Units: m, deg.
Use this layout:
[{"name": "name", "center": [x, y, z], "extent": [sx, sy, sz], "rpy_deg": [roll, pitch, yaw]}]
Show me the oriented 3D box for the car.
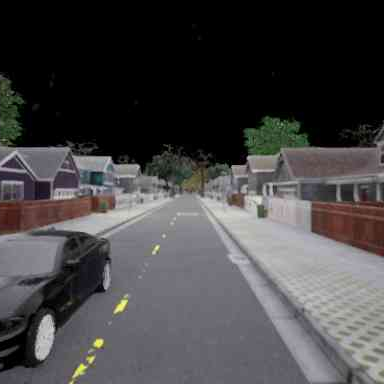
[{"name": "car", "center": [-2.830, 1.457, 5.952], "extent": [1.882, 1.535, 5.008], "rpy_deg": [0, 0, 0]}]
